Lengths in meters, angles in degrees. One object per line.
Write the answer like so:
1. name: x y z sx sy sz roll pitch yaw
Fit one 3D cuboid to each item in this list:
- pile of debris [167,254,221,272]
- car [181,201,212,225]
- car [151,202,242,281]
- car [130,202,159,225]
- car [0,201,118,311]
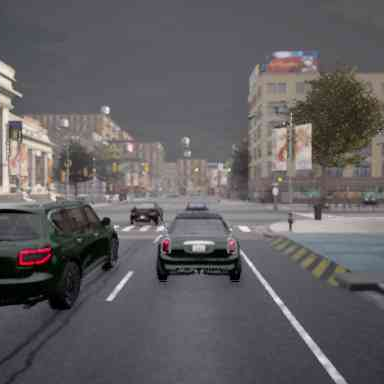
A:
1. pile of debris: 0.064 2.171 10.255 1.500 0.140 1.860 0 0 1
2. car: 0.336 1.482 24.773 2.128 1.511 4.902 0 0 1
3. car: 0.181 1.348 10.002 2.097 1.767 4.553 0 0 0
4. car: -3.172 1.468 24.050 1.882 1.535 5.008 0 0 1
5. car: -3.339 1.218 7.883 2.150 2.045 5.566 0 0 0
